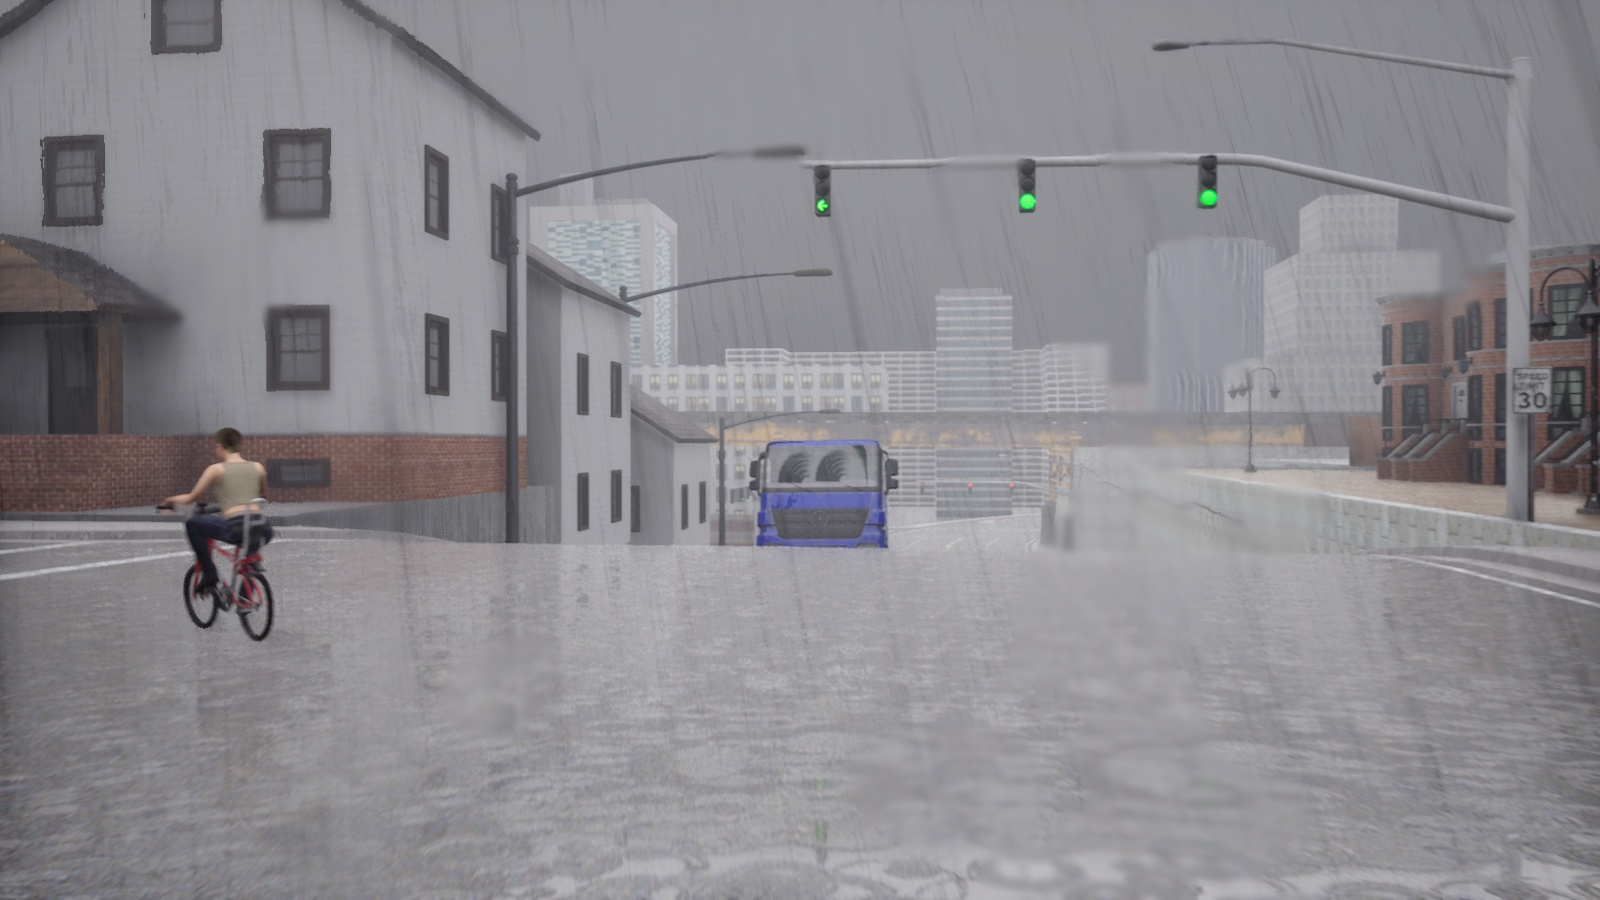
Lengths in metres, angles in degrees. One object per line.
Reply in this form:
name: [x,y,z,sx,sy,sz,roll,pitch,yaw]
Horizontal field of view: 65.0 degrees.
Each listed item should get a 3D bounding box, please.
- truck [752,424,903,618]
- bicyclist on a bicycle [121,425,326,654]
truck: [0.915,2.019,30.837,2.891,3.462,7.936,-1,-13,7]
bicyclist on a bicycle: [-4.469,0.624,9.708,1.509,1.612,0.866,0,2,42]
